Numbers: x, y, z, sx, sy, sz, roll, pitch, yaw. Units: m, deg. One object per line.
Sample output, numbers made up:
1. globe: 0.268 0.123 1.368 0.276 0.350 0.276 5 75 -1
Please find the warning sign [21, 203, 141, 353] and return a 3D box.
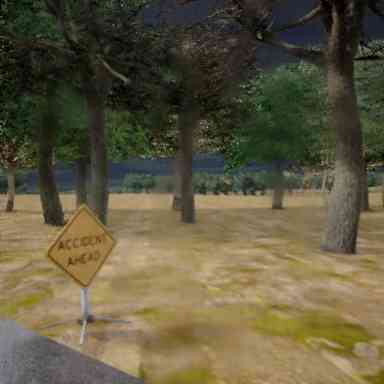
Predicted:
1. warning sign: -1.658 1.125 5.088 1.060 1.860 1.300 -2 0 35
